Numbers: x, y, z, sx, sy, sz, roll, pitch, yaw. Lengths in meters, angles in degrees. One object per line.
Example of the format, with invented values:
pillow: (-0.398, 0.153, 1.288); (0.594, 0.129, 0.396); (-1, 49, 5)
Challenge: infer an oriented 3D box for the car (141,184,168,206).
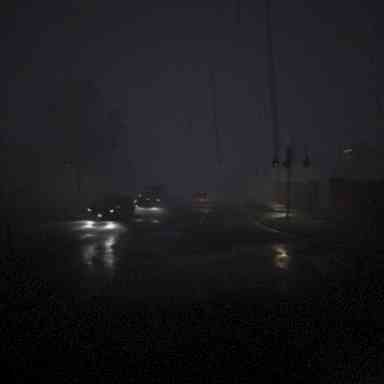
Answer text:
car: (-3.810, 0.252, 33.754); (2.150, 2.045, 5.566); (1, 1, 6)

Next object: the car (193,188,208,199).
car: (1.271, 0.223, 48.404); (2.128, 1.511, 4.902); (1, 2, 5)

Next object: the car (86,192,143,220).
car: (-5.016, 0.892, 21.613); (2.033, 1.411, 5.357); (1, 2, 5)
